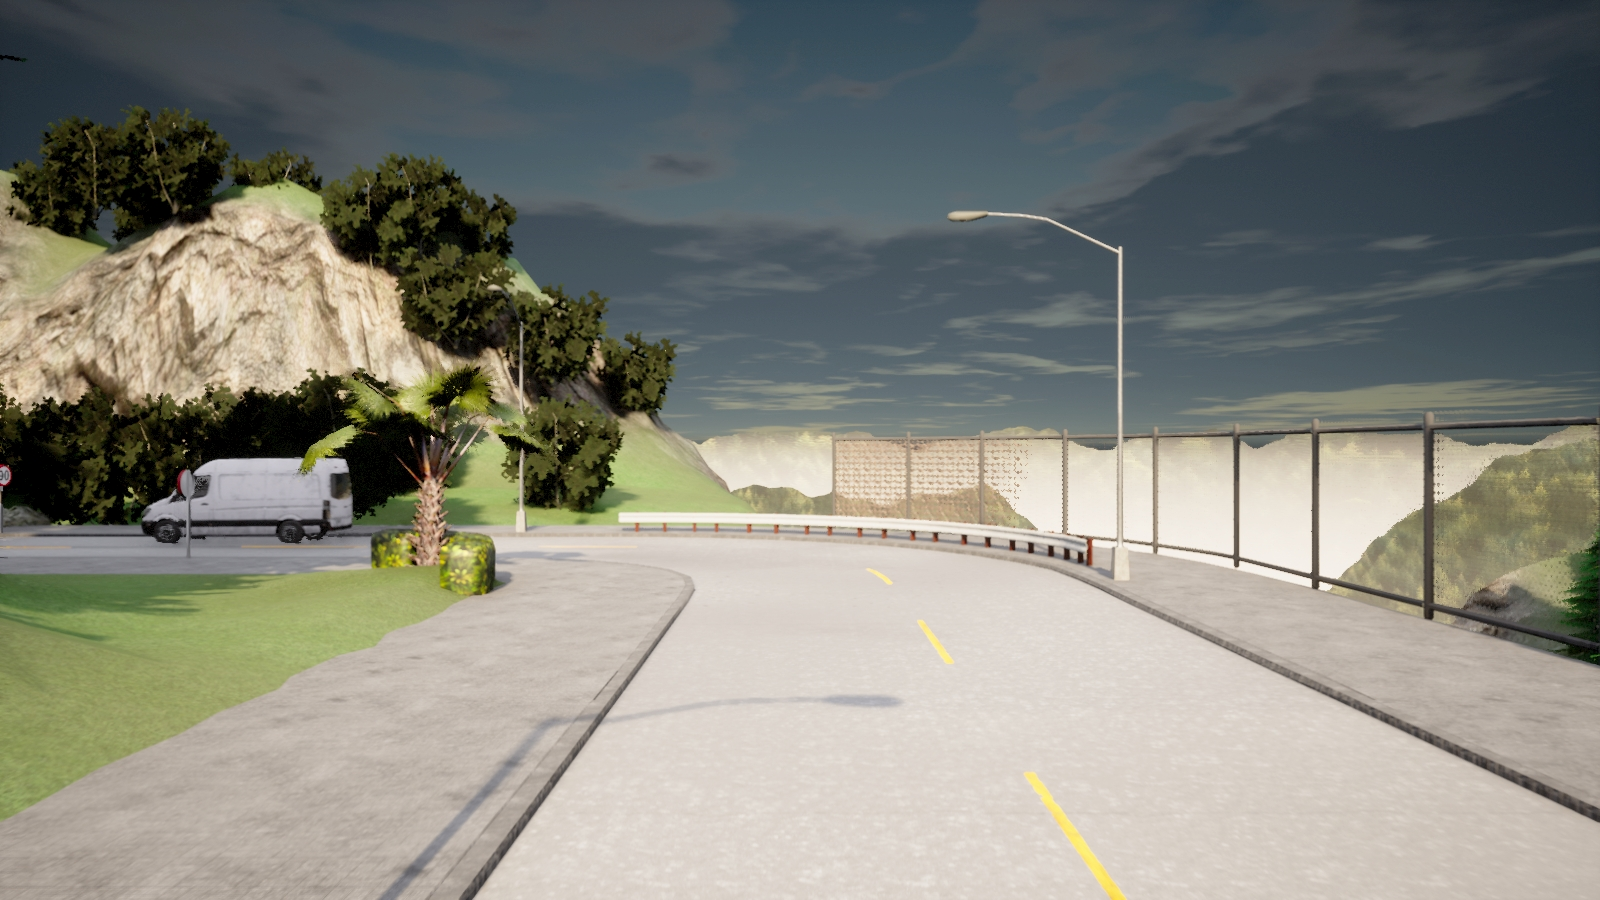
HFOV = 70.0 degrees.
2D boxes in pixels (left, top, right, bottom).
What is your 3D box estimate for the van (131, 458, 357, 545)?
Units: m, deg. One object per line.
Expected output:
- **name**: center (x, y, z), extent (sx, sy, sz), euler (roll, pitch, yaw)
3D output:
- **van**: center (-16.896, 1.533, 34.912), extent (5.915, 2.561, 1.988), euler (0, 0, 0)
